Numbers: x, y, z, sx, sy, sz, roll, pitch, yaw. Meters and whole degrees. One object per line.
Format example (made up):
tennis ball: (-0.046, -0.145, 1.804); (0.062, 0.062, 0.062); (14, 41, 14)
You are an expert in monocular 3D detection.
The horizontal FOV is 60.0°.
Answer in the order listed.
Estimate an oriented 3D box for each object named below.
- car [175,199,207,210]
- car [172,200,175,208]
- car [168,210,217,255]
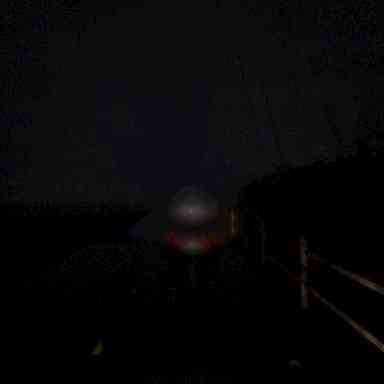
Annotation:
car: (0.037, 1.585, 27.567); (2.150, 2.045, 5.566); (0, 0, 0)
car: (-2.710, 2.186, 64.623); (2.097, 1.767, 4.553); (0, -1, 1)
car: (0.036, 1.693, 13.903); (1.812, 1.442, 4.674); (0, -1, 1)
